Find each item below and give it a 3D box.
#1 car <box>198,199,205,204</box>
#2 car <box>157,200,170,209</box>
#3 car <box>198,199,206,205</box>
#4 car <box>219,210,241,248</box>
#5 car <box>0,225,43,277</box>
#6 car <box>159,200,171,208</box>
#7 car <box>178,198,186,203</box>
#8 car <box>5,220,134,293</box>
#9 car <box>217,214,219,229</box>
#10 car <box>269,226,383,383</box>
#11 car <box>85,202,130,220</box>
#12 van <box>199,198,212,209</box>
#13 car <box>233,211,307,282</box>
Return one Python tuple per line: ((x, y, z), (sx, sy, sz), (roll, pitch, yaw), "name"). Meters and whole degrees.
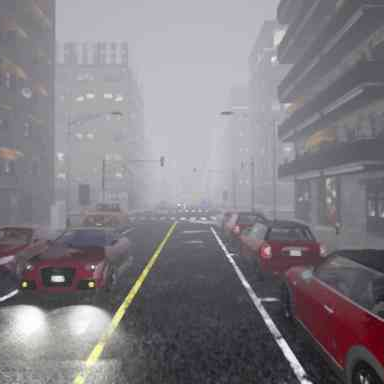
((2.612, 2.665, 93.014), (1.802, 1.307, 4.206), (0, -1, 0), "car")
((-5.253, 2.286, 59.579), (1.802, 1.307, 4.206), (0, -1, 0), "car")
((2.609, 2.548, 87.585), (1.752, 1.417, 4.829), (0, -1, 0), "car")
((2.571, 1.631, 15.781), (1.967, 1.590, 4.097), (0, -1, 0), "car")
((-5.312, 1.706, 10.189), (1.802, 1.307, 4.206), (0, -1, 0), "car")
((-5.251, 2.313, 65.167), (1.887, 1.381, 4.507), (0, -1, 0), "car")
((-2.704, 2.443, 91.031), (1.882, 1.535, 5.008), (0, -1, 0), "car")
((-2.844, 1.674, 9.042), (1.994, 1.385, 4.181), (0, -1, 0), "car")
((2.574, 1.802, 21.374), (1.887, 1.381, 4.507), (0, -1, 0), "car")
((2.566, 1.497, 4.593), (1.967, 1.590, 4.097), (0, -1, 0), "car")
((-5.306, 1.572, 21.380), (2.192, 1.841, 5.009), (0, -1, 0), "car")
((2.594, 2.044, 59.416), (1.690, 1.788, 3.998), (0, -1, 0), "van")
((2.569, 1.564, 10.187), (1.967, 1.590, 4.097), (0, -1, 0), "car")
